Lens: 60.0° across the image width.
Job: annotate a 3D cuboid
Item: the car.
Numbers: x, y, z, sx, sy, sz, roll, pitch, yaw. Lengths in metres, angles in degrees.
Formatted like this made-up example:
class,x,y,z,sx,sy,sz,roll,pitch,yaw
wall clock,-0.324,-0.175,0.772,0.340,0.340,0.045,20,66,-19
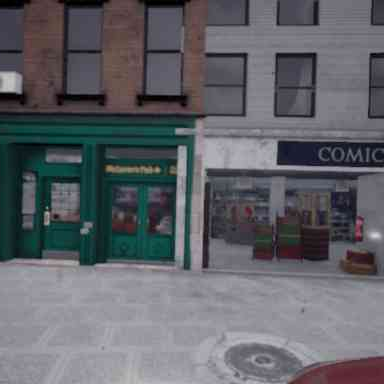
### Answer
class,x,y,z,sx,sy,sz,roll,pitch,yaw
car,2.882,1.620,1.972,4.674,1.442,1.812,2,0,4
